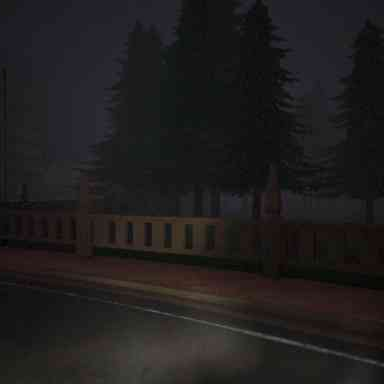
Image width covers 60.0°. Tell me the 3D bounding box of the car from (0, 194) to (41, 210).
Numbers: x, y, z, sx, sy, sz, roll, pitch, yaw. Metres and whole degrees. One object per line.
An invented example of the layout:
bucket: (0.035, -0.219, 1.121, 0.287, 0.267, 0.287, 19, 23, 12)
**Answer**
car: (-21.449, 1.274, 41.431, 2.150, 2.045, 5.566, 0, 0, 22)
